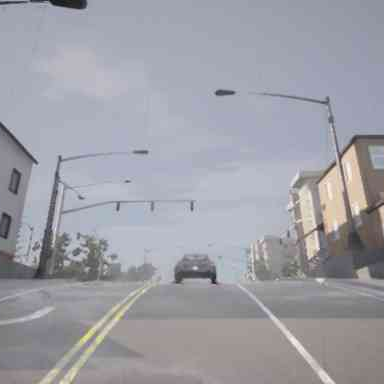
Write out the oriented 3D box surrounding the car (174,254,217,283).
[{"bbox_3d":[0.208,3.855,16.772,1.994,1.385,4.181,0,-14,2],"label":"car"}]
